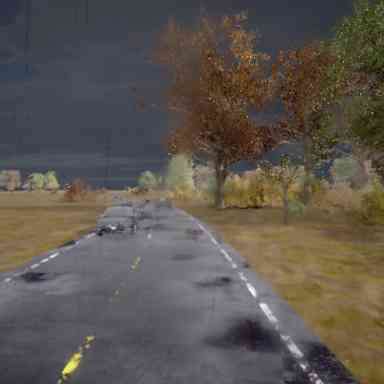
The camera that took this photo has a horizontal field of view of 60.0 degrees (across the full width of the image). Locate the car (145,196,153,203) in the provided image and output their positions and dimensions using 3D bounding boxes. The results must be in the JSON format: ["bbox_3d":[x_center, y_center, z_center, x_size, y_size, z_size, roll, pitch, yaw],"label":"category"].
[{"bbox_3d":[-7.986,1.447,63.606,1.895,1.301,4.718,0,0,-14],"label":"car"}]

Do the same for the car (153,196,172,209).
[{"bbox_3d":[-3.743,1.412,43.408,1.812,1.442,4.674,0,0,-9],"label":"car"}]

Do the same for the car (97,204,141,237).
[{"bbox_3d":[-3.861,1.460,18.028,1.837,1.490,4.892,0,0,-4],"label":"car"}]
